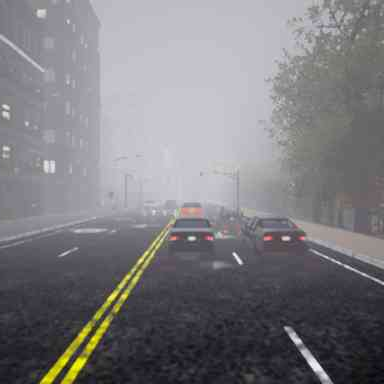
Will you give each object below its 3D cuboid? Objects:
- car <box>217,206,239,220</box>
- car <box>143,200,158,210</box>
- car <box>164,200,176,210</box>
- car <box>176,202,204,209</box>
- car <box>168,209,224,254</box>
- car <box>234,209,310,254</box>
[{"bbox_3d":[3.236,1.878,29.111,1.895,1.301,4.718,0,-1,0],"label":"car"},{"bbox_3d":[-6.533,2.034,52.357,1.812,1.442,4.674,0,-1,0],"label":"car"},{"bbox_3d":[-3.285,1.985,52.259,1.882,1.535,5.008,0,-1,0],"label":"car"},{"bbox_3d":[-0.012,1.627,29.073,2.097,1.767,4.553,0,-1,0],"label":"car"},{"bbox_3d":[-0.007,1.680,13.989,2.033,1.411,5.357,0,-1,0],"label":"car"},{"bbox_3d":[3.244,1.680,13.990,2.033,1.411,5.357,0,-1,0],"label":"car"}]
